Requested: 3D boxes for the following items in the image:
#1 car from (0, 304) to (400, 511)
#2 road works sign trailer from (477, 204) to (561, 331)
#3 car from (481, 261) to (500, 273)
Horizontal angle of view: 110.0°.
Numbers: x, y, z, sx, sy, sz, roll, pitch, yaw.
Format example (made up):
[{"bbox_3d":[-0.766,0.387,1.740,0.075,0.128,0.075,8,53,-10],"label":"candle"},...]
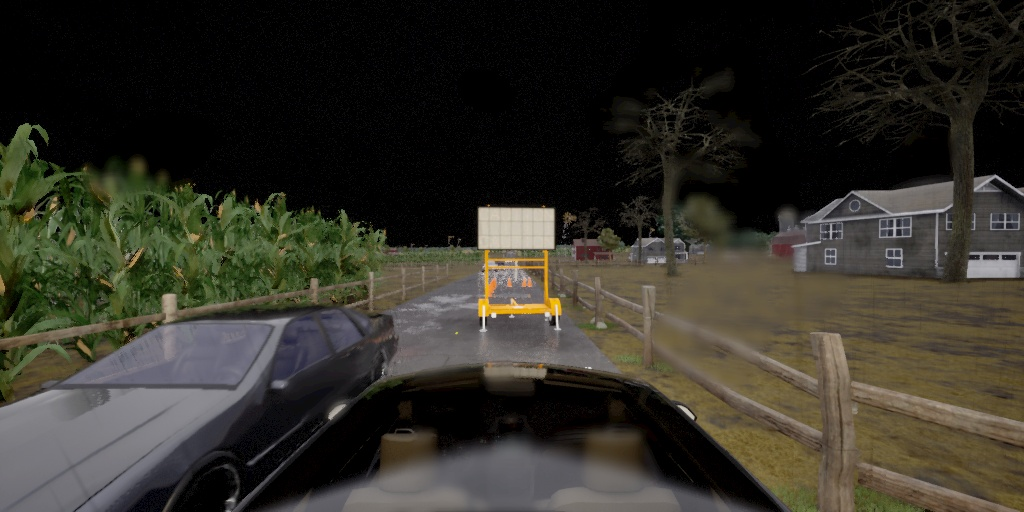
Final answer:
[{"bbox_3d":[-2.850,1.298,3.973,2.033,1.411,5.357,0,0,0],"label":"car"},{"bbox_3d":[0.122,0.227,11.047,2.380,3.560,2.880,0,0,-5],"label":"road works sign trailer"},{"bbox_3d":[-2.834,1.408,45.815,1.812,1.442,4.674,0,0,0],"label":"car"}]
